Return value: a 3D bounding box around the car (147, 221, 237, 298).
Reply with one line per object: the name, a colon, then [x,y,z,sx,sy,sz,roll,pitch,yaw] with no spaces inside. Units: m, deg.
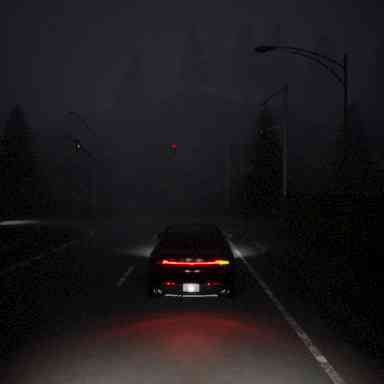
car: [0.025,1.505,8.514,1.837,1.490,4.892,0,0,1]
